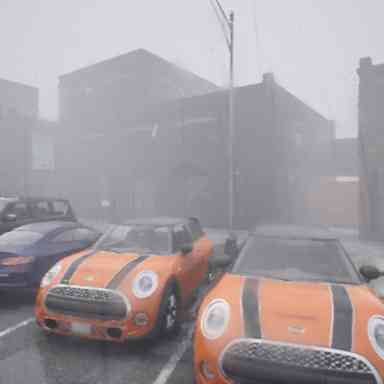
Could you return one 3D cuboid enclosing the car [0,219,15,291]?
[{"bbox_3d":[-3.395,1.480,8.518,2.002,1.452,4.674,0,-1,16],"label":"car"}]

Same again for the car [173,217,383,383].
[{"bbox_3d":[1.506,1.351,5.059,2.185,1.767,4.553,1,0,16],"label":"car"}]

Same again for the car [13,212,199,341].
[{"bbox_3d":[-0.935,1.332,6.804,2.185,1.767,4.553,1,0,16],"label":"car"}]

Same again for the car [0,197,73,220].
[{"bbox_3d":[-5.819,1.171,10.244,2.435,2.045,5.566,1,-1,15],"label":"car"}]
